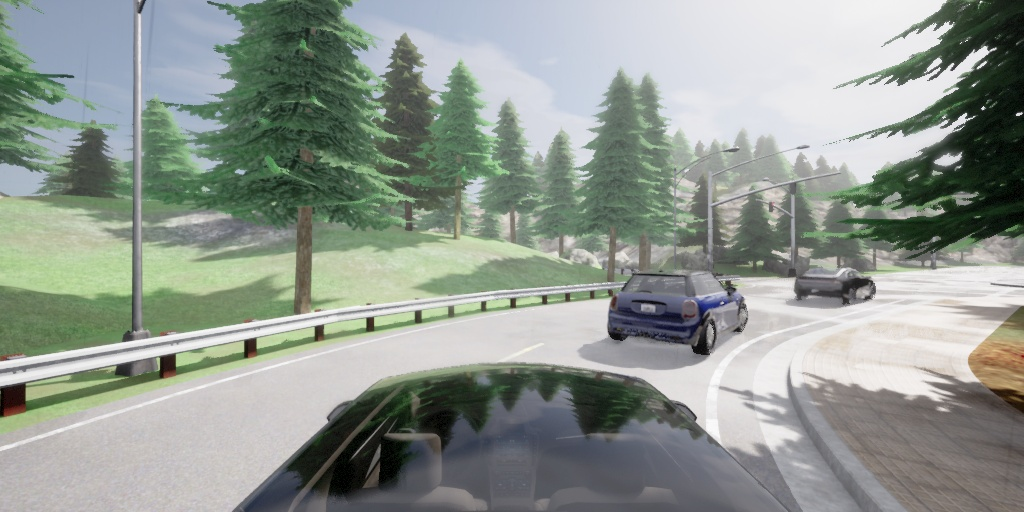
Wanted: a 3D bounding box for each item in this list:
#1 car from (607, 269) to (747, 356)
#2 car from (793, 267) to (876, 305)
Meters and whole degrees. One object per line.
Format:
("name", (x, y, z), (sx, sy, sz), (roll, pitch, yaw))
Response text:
("car", (4.283, 1.109, 9.002), (2.097, 1.767, 4.553), (0, 0, 43))
("car", (14.681, 1.256, 16.277), (4.902, 1.511, 2.128), (0, 0, -33))
